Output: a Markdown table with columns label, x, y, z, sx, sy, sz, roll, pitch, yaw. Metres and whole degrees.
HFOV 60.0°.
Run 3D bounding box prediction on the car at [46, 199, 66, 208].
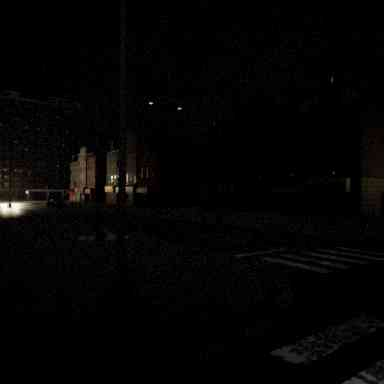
| label | x | y | z | sx | sy | sz | roll | pitch | yaw |
| --- | --- | --- | --- | --- | --- | --- | --- | --- | --- |
| car | -20.185 | 1.667 | 49.361 | 2.033 | 1.411 | 5.357 | 1 | 0 | -35 |
